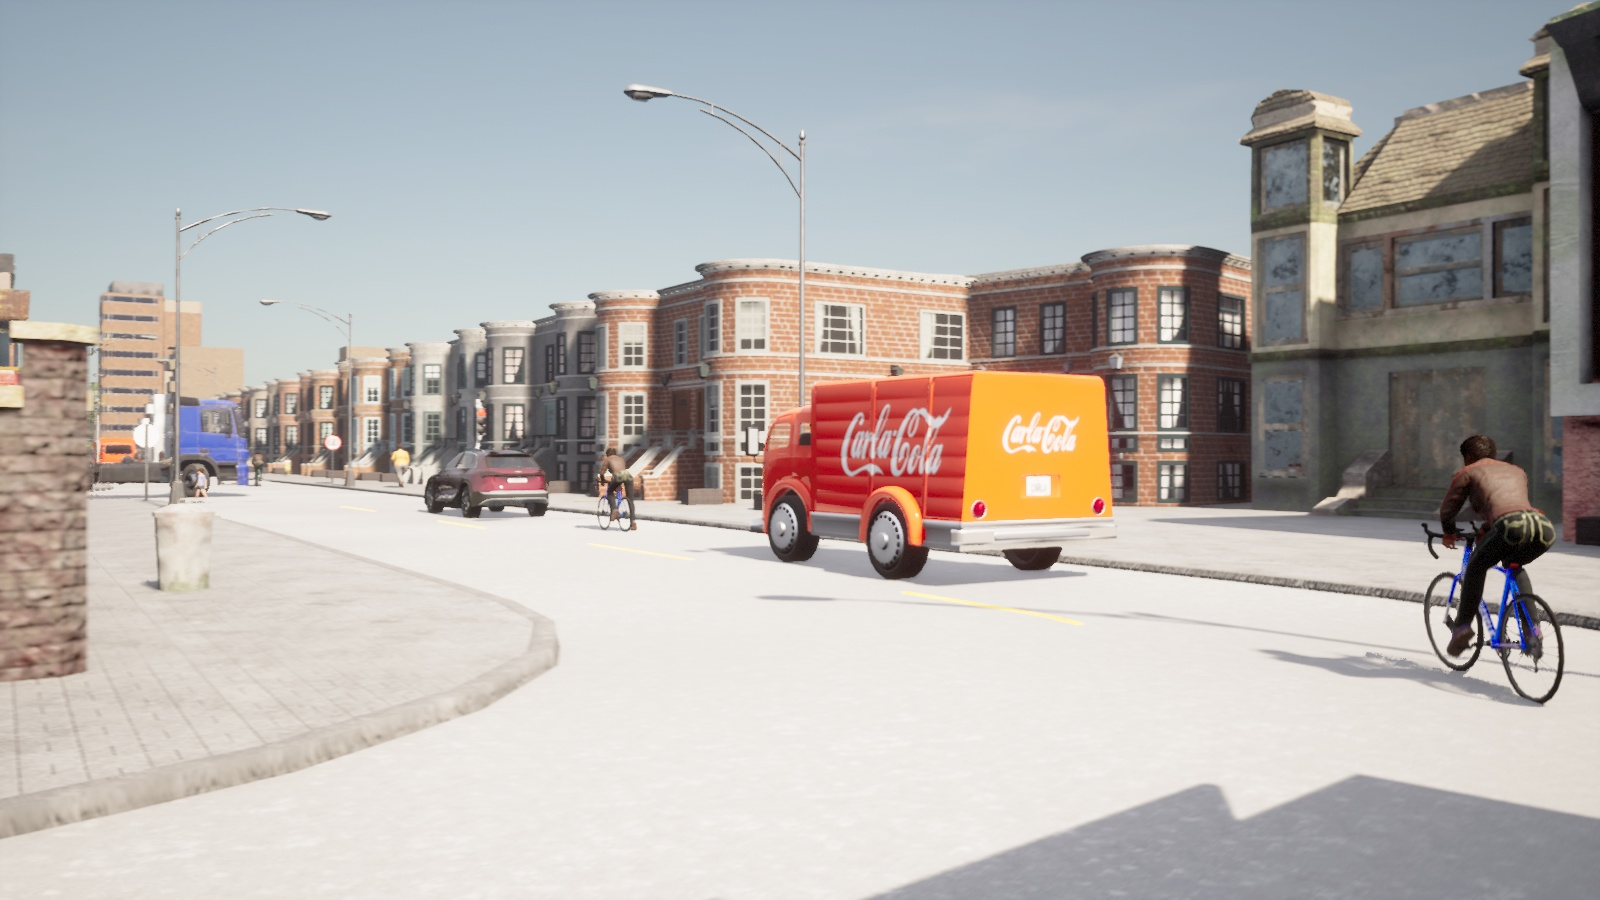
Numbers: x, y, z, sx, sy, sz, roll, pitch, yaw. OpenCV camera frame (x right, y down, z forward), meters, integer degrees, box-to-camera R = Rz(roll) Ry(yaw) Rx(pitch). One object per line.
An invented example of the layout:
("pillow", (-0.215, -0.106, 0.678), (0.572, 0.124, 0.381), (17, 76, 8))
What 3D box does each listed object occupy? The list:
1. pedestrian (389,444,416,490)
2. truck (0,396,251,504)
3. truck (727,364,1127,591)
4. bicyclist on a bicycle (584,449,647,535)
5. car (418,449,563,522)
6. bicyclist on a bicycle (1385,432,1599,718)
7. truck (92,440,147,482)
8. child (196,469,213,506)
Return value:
("pedestrian", (-16.272, 0.688, 51.439), (0.874, 1.855, 0.900), (0, 0, -29))
("truck", (-23.076, -0.008, 42.857), (7.936, 3.462, 2.891), (0, 0, -24))
("truck", (1.425, 0.310, 16.550), (2.627, 2.467, 5.204), (0, 0, -31))
("bicyclist on a bicycle", (-3.595, 0.794, 24.397), (0.582, 1.620, 1.656), (0, -1, -32))
("car", (-7.691, 0.808, 30.832), (2.033, 1.649, 4.856), (0, 0, -32))
("bicyclist on a bicycle", (4.418, 0.710, 8.062), (0.582, 1.620, 1.656), (-1, 2, 1))
("truck", (-41.711, 0.668, 76.893), (2.627, 2.467, 5.204), (0, 0, -32))
("child", (-17.953, 1.116, 37.865), (0.394, 1.110, 0.255), (0, 0, -5))
